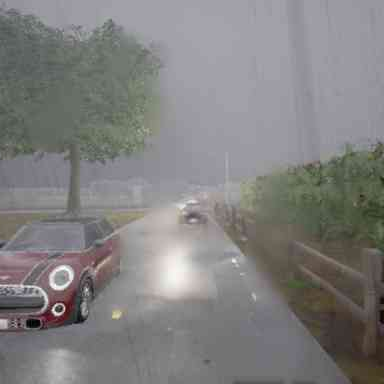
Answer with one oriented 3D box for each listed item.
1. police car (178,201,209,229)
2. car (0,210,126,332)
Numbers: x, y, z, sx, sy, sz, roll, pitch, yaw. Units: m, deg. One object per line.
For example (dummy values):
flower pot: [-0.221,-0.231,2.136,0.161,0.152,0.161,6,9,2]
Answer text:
police car: [0.106,1.564,22.249,2.038,1.542,4.974,0,-1,0]
car: [-2.845,1.352,7.127,2.097,1.767,4.553,0,0,0]
